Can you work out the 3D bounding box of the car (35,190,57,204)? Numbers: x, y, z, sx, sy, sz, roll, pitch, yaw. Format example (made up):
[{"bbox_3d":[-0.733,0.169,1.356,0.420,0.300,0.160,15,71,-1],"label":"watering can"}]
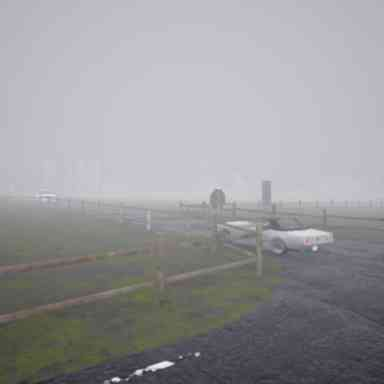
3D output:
[{"bbox_3d":[-21.175,0.695,48.299,2.150,2.045,5.566,1,0,-37],"label":"car"}]

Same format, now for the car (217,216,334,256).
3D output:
[{"bbox_3d":[3.036,1.624,13.361,1.895,1.301,4.718,1,1,-34],"label":"car"}]
